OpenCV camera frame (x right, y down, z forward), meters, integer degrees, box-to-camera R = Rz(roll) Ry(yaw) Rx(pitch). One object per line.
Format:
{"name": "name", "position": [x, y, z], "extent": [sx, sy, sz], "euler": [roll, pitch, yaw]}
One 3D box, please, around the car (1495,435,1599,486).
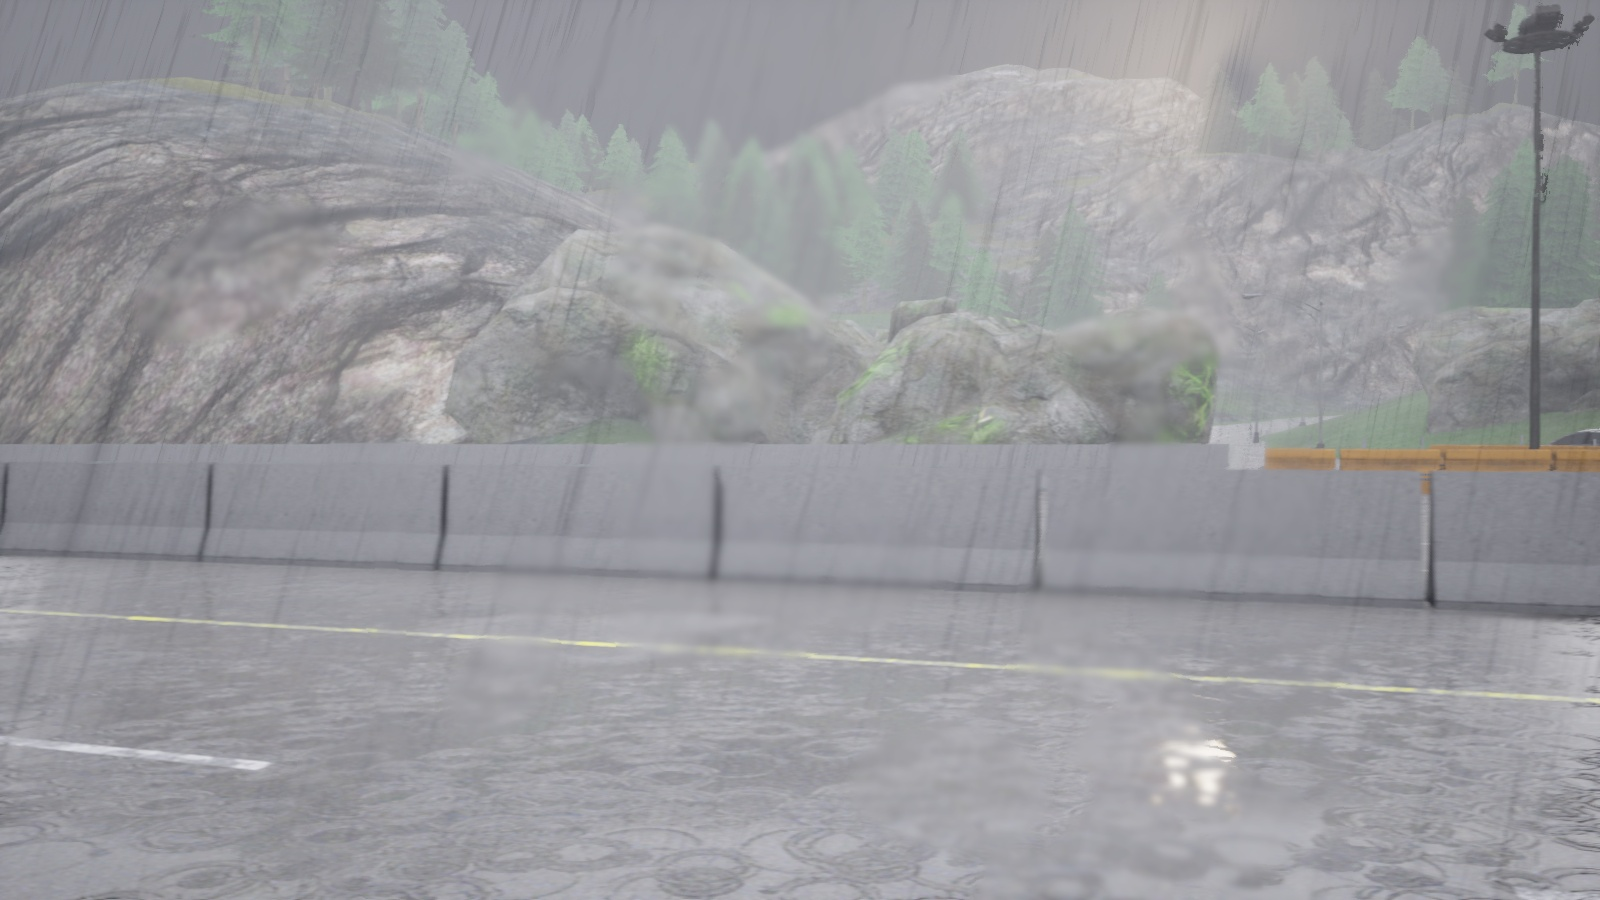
{"name": "car", "position": [24.313, 0.303, 38.688], "extent": [1.837, 1.490, 4.892], "euler": [0, 1, -25]}
